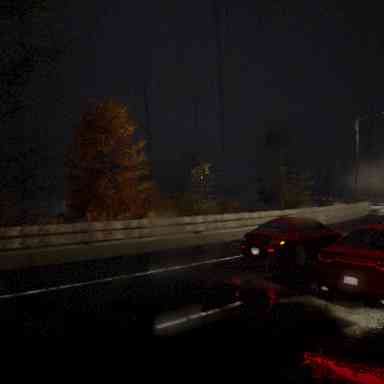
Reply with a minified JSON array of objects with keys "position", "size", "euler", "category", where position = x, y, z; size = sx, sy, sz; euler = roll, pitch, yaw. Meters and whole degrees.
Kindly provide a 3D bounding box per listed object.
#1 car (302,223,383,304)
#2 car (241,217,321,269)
[{"position":[4.868,1.504,7.821],"size":[5.008,1.535,1.882],"euler":[0,0,-40],"category":"car"},{"position":[3.625,1.576,11.382],"size":[4.674,1.442,1.812],"euler":[0,0,-41],"category":"car"}]
